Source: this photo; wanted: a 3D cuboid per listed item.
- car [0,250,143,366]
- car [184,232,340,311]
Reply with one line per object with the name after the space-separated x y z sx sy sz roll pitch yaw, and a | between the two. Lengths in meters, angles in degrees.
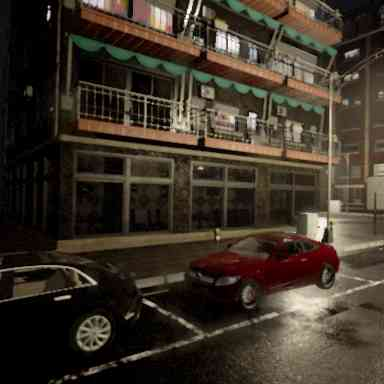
-2.822 1.552 4.487 4.403 1.369 2.008 1 1 -36 | car
1.802 1.626 7.795 4.206 1.307 1.802 1 1 -36 | car
